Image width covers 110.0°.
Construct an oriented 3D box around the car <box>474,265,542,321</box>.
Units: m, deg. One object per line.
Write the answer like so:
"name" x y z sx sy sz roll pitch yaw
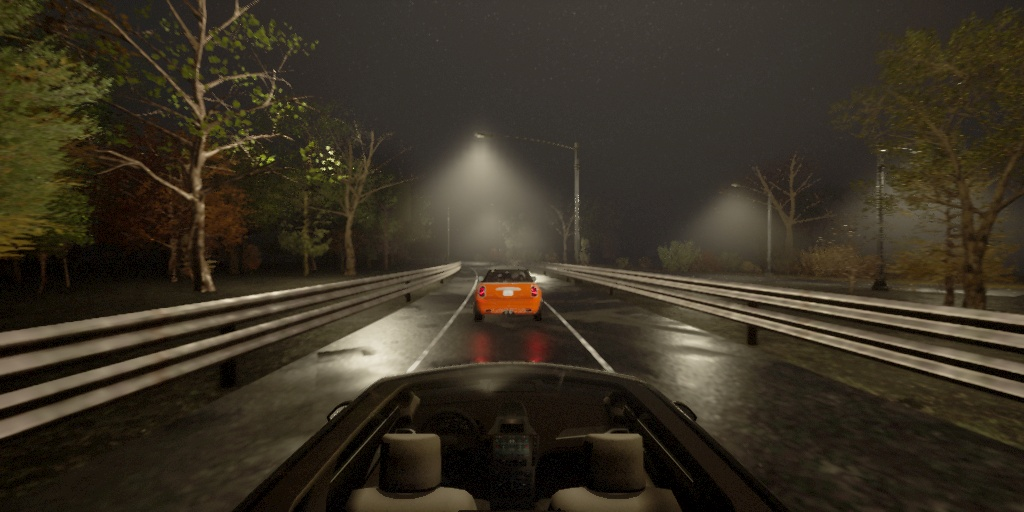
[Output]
"car" -0.169 1.127 12.776 2.097 1.767 4.553 0 0 -2
